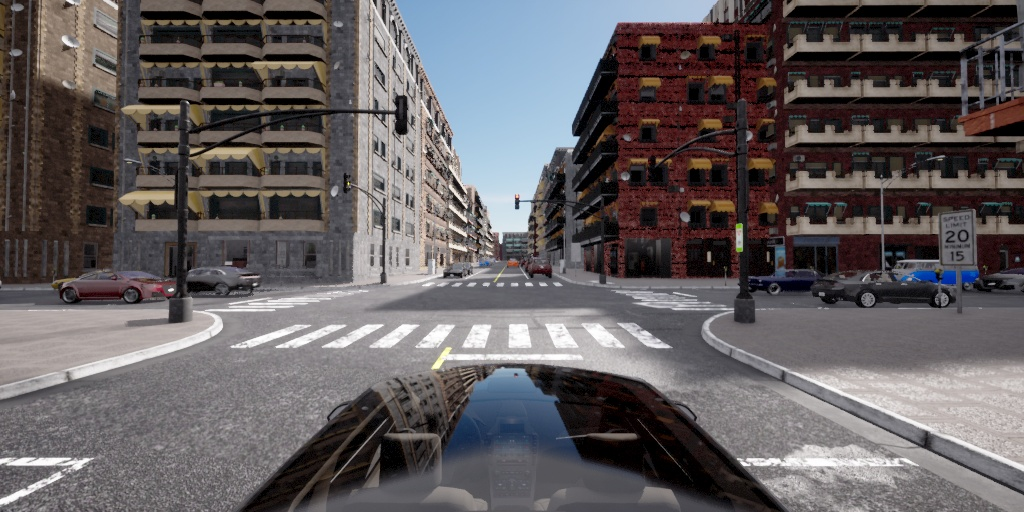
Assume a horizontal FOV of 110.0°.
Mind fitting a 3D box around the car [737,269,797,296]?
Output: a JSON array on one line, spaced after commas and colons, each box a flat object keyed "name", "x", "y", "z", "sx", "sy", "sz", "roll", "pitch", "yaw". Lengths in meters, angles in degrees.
[{"name": "car", "x": 14.575, "y": 1.347, "z": 18.812, "sx": 4.718, "sy": 1.301, "sz": 1.895, "roll": 0, "pitch": -1, "yaw": -2}]

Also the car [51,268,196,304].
[{"name": "car", "x": -17.188, "y": 1.340, "z": 15.984, "sx": 4.181, "sy": 1.385, "sz": 1.994, "roll": 0, "pitch": -1, "yaw": 0}]

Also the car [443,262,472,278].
[{"name": "car", "x": -5.271, "y": 1.328, "z": 33.661, "sx": 1.948, "sy": 1.339, "sz": 4.313, "roll": 0, "pitch": 0, "yaw": 0}]

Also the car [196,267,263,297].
[{"name": "car", "x": -15.972, "y": 1.325, "z": 18.929, "sx": 4.902, "sy": 1.511, "sz": 2.128, "roll": 0, "pitch": -1, "yaw": 0}]

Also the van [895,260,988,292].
[{"name": "van", "x": 24.929, "y": 1.115, "z": 21.224, "sx": 3.998, "sy": 1.789, "sz": 1.690, "roll": 0, "pitch": 0, "yaw": 0}]

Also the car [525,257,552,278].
[{"name": "car", "x": 2.610, "y": 1.077, "z": 33.695, "sx": 2.192, "sy": 1.841, "sz": 5.009, "roll": 0, "pitch": 0, "yaw": 0}]

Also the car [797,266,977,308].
[{"name": "car", "x": 13.761, "y": 1.185, "z": 13.387, "sx": 4.403, "sy": 1.370, "sz": 2.007, "roll": 0, "pitch": 0, "yaw": 0}]

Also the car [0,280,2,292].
[{"name": "car", "x": -26.677, "y": 1.027, "z": 16.026, "sx": 5.566, "sy": 2.045, "sz": 2.150, "roll": 0, "pitch": -1, "yaw": 0}]

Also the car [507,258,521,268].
[{"name": "car", "x": 0.181, "y": 1.176, "z": 63.729, "sx": 2.097, "sy": 1.767, "sz": 4.553, "roll": 0, "pitch": 0, "yaw": 0}]

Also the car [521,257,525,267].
[{"name": "car", "x": 2.625, "y": 1.086, "z": 44.819, "sx": 2.192, "sy": 1.841, "sz": 5.009, "roll": 0, "pitch": 0, "yaw": 0}]

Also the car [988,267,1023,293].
[{"name": "car", "x": 27.119, "y": 1.282, "z": 18.761, "sx": 4.181, "sy": 1.385, "sz": 1.994, "roll": 0, "pitch": -1, "yaw": 0}]
